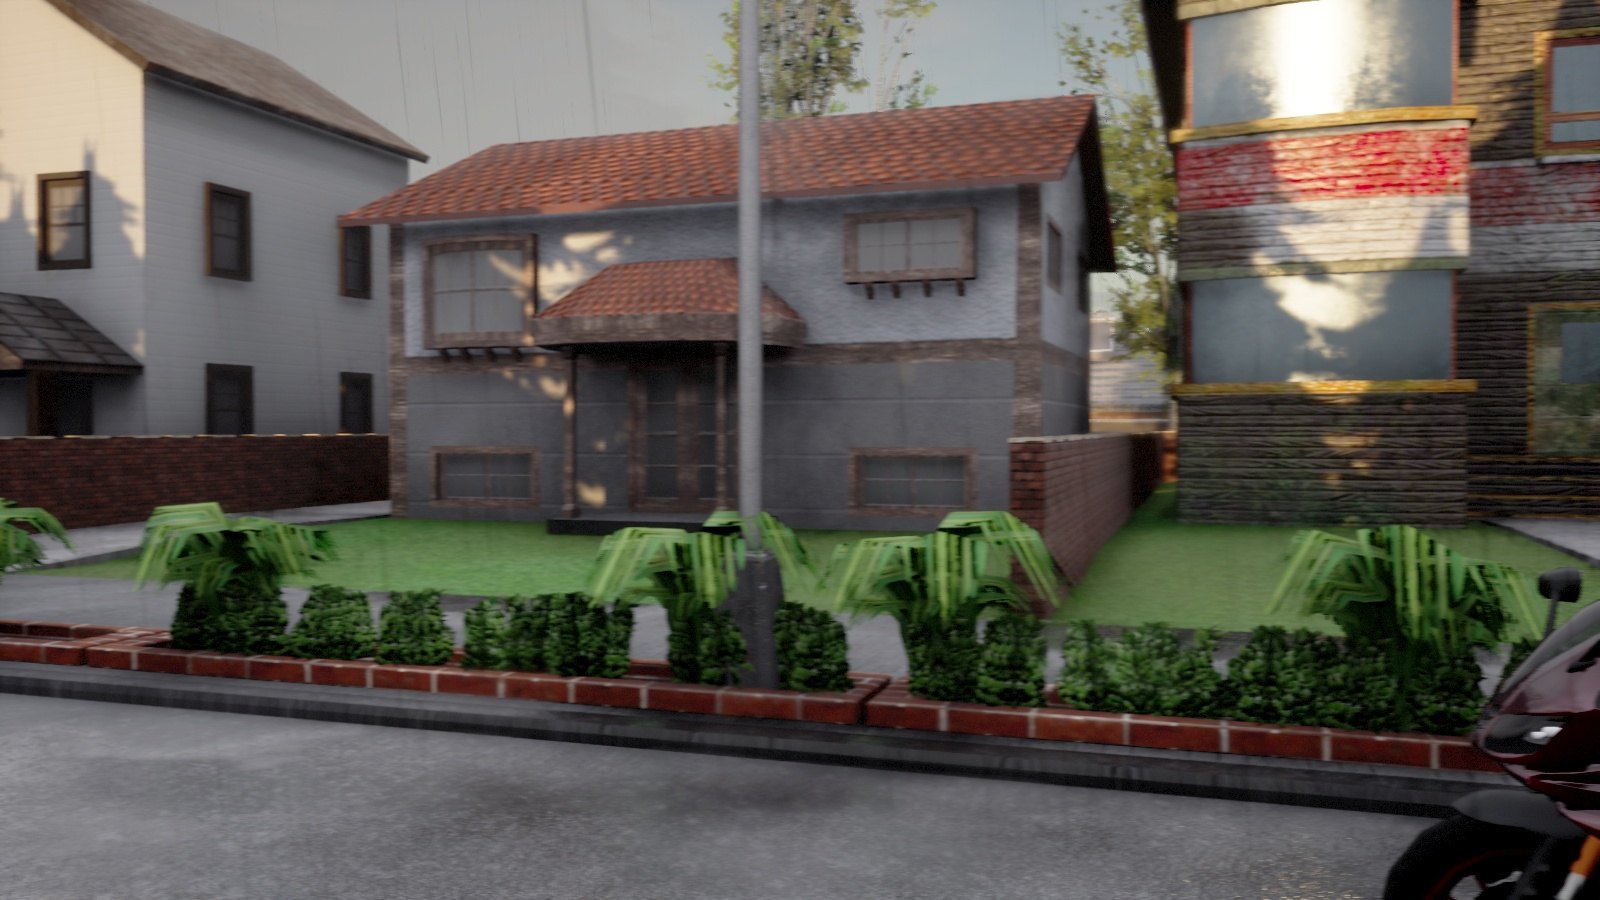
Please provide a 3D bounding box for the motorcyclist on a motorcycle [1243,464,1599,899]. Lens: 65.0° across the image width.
[{"bbox_3d":[2.223,0.823,2.973,2.191,1.530,0.866,1,1,19],"label":"motorcyclist on a motorcycle"}]
